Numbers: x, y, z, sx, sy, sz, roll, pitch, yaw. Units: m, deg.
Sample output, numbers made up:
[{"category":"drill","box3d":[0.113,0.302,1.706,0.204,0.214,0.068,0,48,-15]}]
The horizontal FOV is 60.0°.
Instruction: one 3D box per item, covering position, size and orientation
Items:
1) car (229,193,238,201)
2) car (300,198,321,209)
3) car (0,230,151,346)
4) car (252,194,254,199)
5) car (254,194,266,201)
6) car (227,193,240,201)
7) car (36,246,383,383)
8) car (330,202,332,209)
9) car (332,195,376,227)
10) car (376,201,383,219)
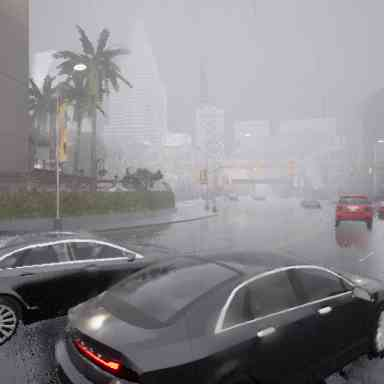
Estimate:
[{"category":"car","box3d":[10.797,1.289,87.333,2.185,1.767,4.553,0,0,7]},{"category":"car","box3d":[15.788,1.536,44.562,1.994,1.385,4.181,0,0,8]},{"category":"car","box3d":[-2.221,1.485,6.241,4.902,1.511,2.128,0,0,-36]},{"category":"car","box3d":[17.598,1.461,89.109,1.812,1.442,4.674,0,0,7]},{"category":"car","box3d":[16.396,1.422,79.147,1.882,1.535,5.008,0,0,7]},{"category":"car","box3d":[10.165,1.419,80.938,2.097,1.535,5.008,0,0,7]},{"category":"car","box3d":[0.875,1.502,4.293,4.892,1.490,1.837,0,0,-38]},{"category":"car","box3d":[18.920,1.327,41.626,2.097,1.767,4.553,0,0,8]},{"category":"car","box3d":[11.098,1.208,23.027,2.150,2.045,5.566,0,0,24]},{"category":"car","box3d":[16.582,1.463,28.529,1.882,1.535,5.008,0,0,17]}]
